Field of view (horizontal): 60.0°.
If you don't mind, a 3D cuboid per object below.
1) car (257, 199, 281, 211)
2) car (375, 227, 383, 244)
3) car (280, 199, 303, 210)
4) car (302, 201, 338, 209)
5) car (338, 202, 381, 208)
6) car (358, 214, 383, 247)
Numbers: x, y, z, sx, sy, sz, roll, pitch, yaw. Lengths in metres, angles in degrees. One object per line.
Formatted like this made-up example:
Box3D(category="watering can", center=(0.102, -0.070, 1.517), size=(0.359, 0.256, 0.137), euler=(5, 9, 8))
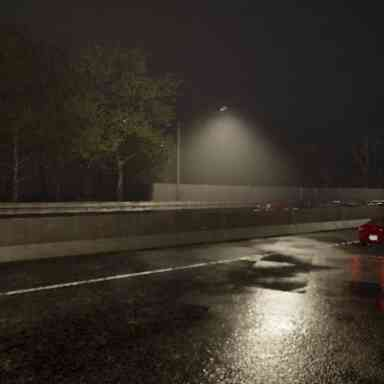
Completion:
Box3D(category="car", center=(10.105, 1.649, 41.085), size=(4.553, 1.767, 2.097), euler=(1, 0, -37))
Box3D(category="car", center=(6.911, 1.659, 8.689), size=(4.181, 1.385, 1.994), euler=(1, 0, -35))
Box3D(category="car", center=(13.032, 1.814, 39.080), size=(4.892, 1.490, 1.837), euler=(1, 0, -35))
Box3D(category="car", center=(14.770, 1.853, 36.025), size=(5.357, 1.411, 2.033), euler=(1, 0, -35))
Box3D(category="car", center=(17.355, 1.804, 33.565), size=(4.902, 1.511, 2.128), euler=(1, 0, -35))
Box3D(category="car", center=(9.059, 1.668, 14.514), size=(4.674, 1.442, 1.812), euler=(1, 0, -35))
